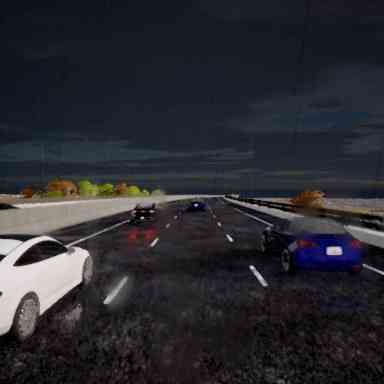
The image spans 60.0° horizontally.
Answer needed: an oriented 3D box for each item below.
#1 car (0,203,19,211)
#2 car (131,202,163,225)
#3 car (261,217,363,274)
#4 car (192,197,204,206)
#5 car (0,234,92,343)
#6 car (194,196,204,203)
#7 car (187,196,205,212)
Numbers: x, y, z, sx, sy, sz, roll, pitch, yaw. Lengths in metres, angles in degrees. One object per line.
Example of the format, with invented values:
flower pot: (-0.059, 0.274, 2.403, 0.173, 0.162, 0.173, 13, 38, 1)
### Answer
car: (-13.894, 1.531, 23.462, 1.812, 1.442, 4.674, 0, 0, 1)
car: (-3.199, 1.502, 24.235, 2.128, 1.511, 4.902, 0, 0, 1)
car: (3.541, 1.506, 10.574, 2.163, 1.488, 4.792, 0, 0, 0)
car: (1.056, 1.638, 55.593, 1.994, 1.385, 4.181, 0, 0, 2)
car: (-3.375, 1.524, 6.322, 1.812, 1.442, 4.674, 0, 0, 0)
car: (1.637, 1.661, 73.566, 2.128, 1.511, 4.902, 0, 0, 3)
car: (0.518, 1.541, 39.791, 2.163, 1.488, 4.792, 0, 0, 1)
